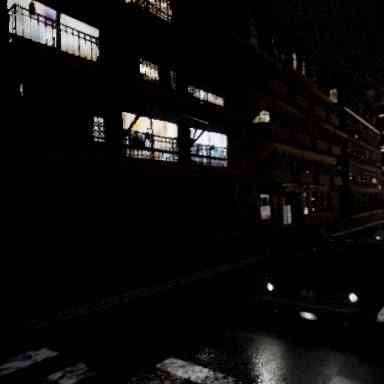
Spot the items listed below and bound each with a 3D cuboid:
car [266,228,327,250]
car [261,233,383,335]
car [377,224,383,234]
[{"bbox_3d":[4.239,2.042,12.602,1.802,1.307,4.206,-5,-4,39],"label":"car"},{"bbox_3d":[3.371,1.850,7.454,1.895,1.301,4.718,-4,-3,39],"label":"car"},{"bbox_3d":[9.726,1.916,15.298,1.812,1.442,4.674,-4,-3,38],"label":"car"}]
